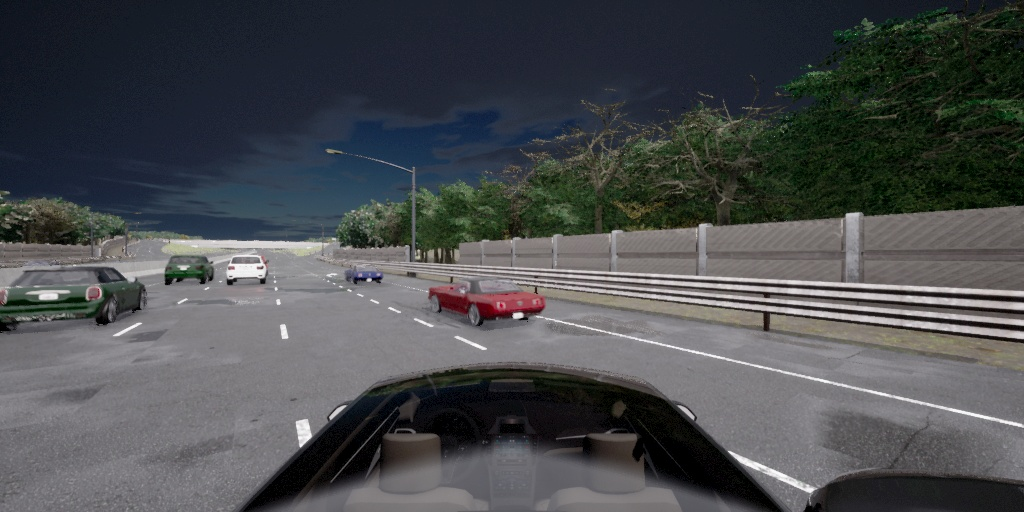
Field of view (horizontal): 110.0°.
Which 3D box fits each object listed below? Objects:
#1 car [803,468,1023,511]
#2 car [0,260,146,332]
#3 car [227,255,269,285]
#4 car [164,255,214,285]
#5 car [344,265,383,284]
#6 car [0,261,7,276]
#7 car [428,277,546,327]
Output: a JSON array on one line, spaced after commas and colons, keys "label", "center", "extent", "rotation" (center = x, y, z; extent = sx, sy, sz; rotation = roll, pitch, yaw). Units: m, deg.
[{"label": "car", "center": [2.986, 1.315, 0.431], "extent": [4.181, 1.385, 1.994], "rotation": [0, 0, 34]}, {"label": "car", "center": [-13.420, 1.097, 11.221], "extent": [2.097, 1.767, 4.553], "rotation": [0, 0, -34]}, {"label": "car", "center": [-19.272, 0.957, 26.181], "extent": [2.150, 2.045, 5.566], "rotation": [0, 0, -34]}, {"label": "car", "center": [-23.681, 0.954, 26.464], "extent": [2.150, 2.045, 5.566], "rotation": [0, 0, -33]}, {"label": "car", "center": [-11.071, 1.341, 26.521], "extent": [1.895, 1.301, 4.718], "rotation": [0, 0, -34]}, {"label": "car", "center": [-49.125, 1.214, 32.738], "extent": [1.837, 1.490, 4.892], "rotation": [0, 0, -33]}, {"label": "car", "center": [-1.078, 1.349, 11.712], "extent": [1.895, 1.301, 4.718], "rotation": [0, 0, -34]}]
